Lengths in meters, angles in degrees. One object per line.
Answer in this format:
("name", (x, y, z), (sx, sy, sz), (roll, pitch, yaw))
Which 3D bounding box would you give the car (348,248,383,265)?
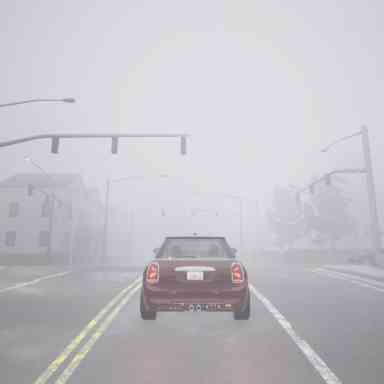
("car", (16.220, 5.693, 29.059), (4.892, 1.490, 1.837), (0, -12, 1))

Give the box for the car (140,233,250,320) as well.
("car", (0.076, 1.790, 8.231), (2.097, 1.767, 4.553), (0, -6, 0))
